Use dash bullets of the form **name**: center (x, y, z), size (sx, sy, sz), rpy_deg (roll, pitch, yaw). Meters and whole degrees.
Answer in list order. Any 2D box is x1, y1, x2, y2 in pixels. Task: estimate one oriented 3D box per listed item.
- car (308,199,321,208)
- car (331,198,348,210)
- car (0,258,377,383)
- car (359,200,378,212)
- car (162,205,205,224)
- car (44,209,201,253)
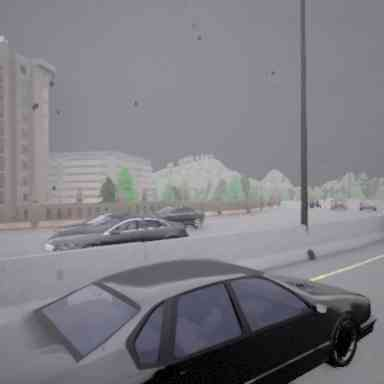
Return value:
- **car**: center (20.776, 1.941, 56.409), size (2.033, 1.411, 5.357), rpy_deg (0, -1, 19)
- **car**: center (21.123, 1.658, 47.724), size (2.097, 1.767, 4.553), rpy_deg (-1, -1, 23)
- **car**: center (0.133, 1.568, 3.997), size (5.357, 1.411, 2.033), rpy_deg (0, 0, -37)
- **car**: center (23.289, 1.787, 44.002), size (1.812, 1.442, 4.674), rpy_deg (0, 0, 25)
- **car**: center (-1.234, 1.633, 21.544), size (4.892, 1.490, 1.837), rpy_deg (0, 0, -44)
- **car**: center (-2.344, 1.553, 11.268), size (4.902, 1.511, 2.128), rpy_deg (0, 0, -39)
